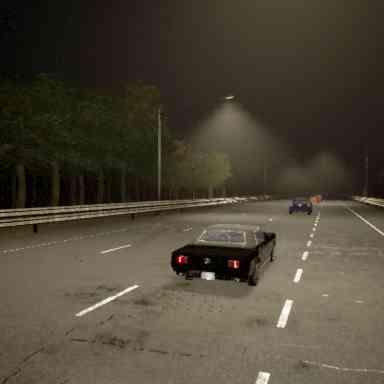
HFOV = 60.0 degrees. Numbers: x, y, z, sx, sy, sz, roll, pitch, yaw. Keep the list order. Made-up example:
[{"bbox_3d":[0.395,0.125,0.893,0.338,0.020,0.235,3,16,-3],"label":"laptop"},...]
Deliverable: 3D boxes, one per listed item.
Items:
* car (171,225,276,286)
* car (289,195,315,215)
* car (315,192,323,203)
[{"bbox_3d":[1.208,1.601,9.534,1.895,1.301,4.718,0,0,22],"label":"car"},{"bbox_3d":[11.510,1.361,34.945,2.097,1.767,4.553,0,0,22],"label":"car"},{"bbox_3d":[26.801,1.444,72.651,2.097,1.767,4.553,0,0,22],"label":"car"}]
